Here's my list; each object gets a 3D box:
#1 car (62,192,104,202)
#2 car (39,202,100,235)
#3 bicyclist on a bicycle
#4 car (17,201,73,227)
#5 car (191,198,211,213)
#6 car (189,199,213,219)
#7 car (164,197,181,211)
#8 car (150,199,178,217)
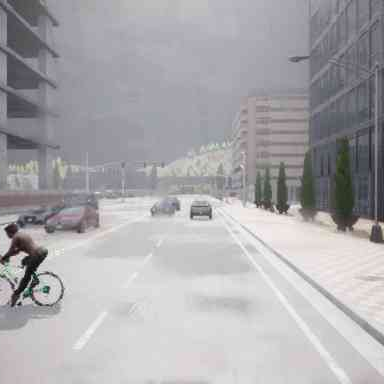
[{"bbox_3d":[-9.868,1.221,29.196,2.150,2.045,5.566,0,0,2],"label":"car"},{"bbox_3d":[-6.651,1.525,19.130,1.812,1.442,4.674,0,0,2],"label":"car"},{"bbox_3d":[-3.314,1.455,6.453,1.656,1.620,0.582,-2,0,1],"label":"bicyclist on a bicycle"},{"bbox_3d":[-9.982,1.564,22.588,1.994,1.385,4.181,0,0,2],"label":"car"},{"bbox_3d":[1.022,1.491,38.505,2.128,1.511,4.902,0,0,1],"label":"car"},{"bbox_3d":[0.791,1.492,29.098,2.128,1.511,4.902,0,0,1],"label":"car"},{"bbox_3d":[-2.528,1.352,40.613,2.097,1.767,4.553,0,0,1],"label":"car"},{"bbox_3d":[-2.693,1.601,31.629,1.895,1.301,4.718,0,0,2],"label":"car"}]
